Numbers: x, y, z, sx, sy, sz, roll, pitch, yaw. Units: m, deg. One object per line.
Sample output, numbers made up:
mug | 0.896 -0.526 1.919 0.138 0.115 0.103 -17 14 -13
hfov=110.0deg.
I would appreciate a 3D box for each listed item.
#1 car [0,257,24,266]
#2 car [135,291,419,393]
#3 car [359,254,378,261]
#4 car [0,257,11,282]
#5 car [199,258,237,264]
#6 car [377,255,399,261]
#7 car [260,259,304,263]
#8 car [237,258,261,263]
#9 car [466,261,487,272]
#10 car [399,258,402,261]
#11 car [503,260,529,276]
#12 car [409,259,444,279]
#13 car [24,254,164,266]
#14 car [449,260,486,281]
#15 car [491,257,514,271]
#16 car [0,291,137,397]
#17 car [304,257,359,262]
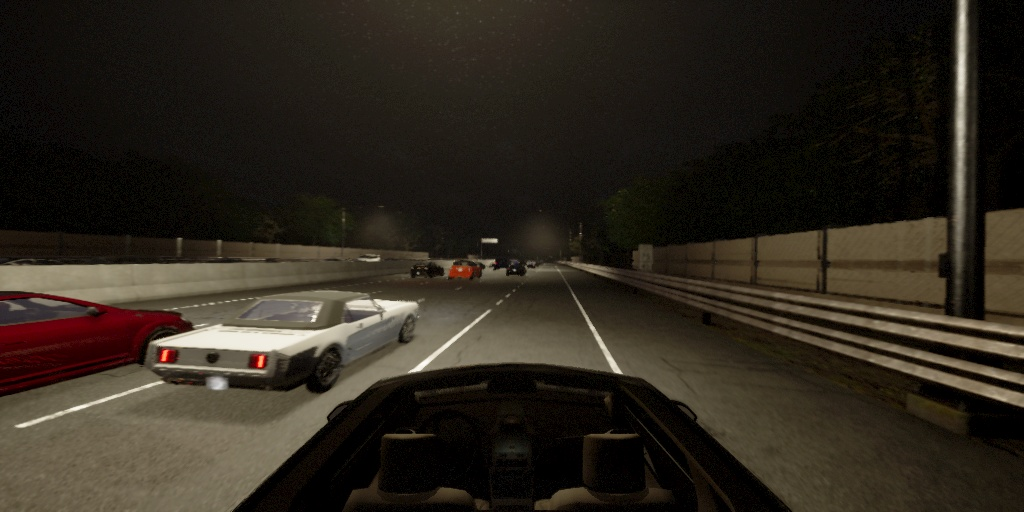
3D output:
car | -23.438 0.806 16.841 2.128 1.511 4.902 1 0 7
car | -3.375 1.303 6.632 1.895 1.301 4.718 1 0 6
car | -22.533 0.774 55.827 2.150 2.045 5.566 1 0 6
car | -30.256 0.738 18.794 1.994 1.385 4.181 1 0 7
car | -28.342 0.856 35.623 2.033 1.411 5.357 1 0 7
car | -18.906 0.992 56.799 2.097 1.767 4.553 1 0 6
car | -21.408 1.059 34.747 1.895 1.301 4.718 1 0 7
car | -24.761 0.956 36.179 1.994 1.385 4.181 1 0 7
car | -5.235 1.472 53.094 2.033 1.411 5.357 1 0 6
car | -15.459 1.230 56.172 1.837 1.490 4.892 1 -1 6
car | 0.526 1.547 41.373 1.994 1.385 4.181 1 0 6
car | -7.520 1.245 32.246 2.128 1.511 4.902 1 0 6
car | -19.809 0.751 17.741 2.097 1.767 4.553 1 0 7
car | -4.046 1.179 31.795 2.097 1.767 4.553 1 0 6
car | -1.416 1.248 55.745 2.150 2.045 5.566 1 0 6
car | -7.077 1.176 5.023 1.994 1.385 4.181 1 0 6
car | -17.783 1.036 35.634 2.128 1.511 4.902 1 0 7
